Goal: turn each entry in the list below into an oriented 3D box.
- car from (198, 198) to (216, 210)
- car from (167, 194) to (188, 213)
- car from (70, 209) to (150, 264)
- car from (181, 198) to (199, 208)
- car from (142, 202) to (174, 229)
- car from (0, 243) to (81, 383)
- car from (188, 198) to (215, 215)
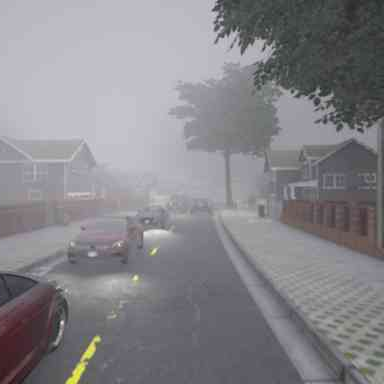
[{"bbox_3d":[2.105,1.605,46.475,2.033,1.411,5.357,0,0,8],"label":"car"},{"bbox_3d":[-1.553,1.277,38.075,2.150,2.045,5.566,0,0,5],"label":"car"},{"bbox_3d":[-2.866,1.546,11.991,1.812,1.442,4.674,0,0,1],"label":"car"},{"bbox_3d":[-0.183,1.628,50.866,2.033,1.411,5.357,0,0,7],"label":"car"},{"bbox_3d":[-2.610,1.592,21.970,1.994,1.385,4.181,0,0,3],"label":"car"},{"bbox_3d":[-2.834,1.578,3.360,1.994,1.385,4.181,0,0,-1],"label":"car"},{"bbox_3d":[1.050,1.387,34.916,2.097,1.767,4.553,0,0,5],"label":"car"}]
